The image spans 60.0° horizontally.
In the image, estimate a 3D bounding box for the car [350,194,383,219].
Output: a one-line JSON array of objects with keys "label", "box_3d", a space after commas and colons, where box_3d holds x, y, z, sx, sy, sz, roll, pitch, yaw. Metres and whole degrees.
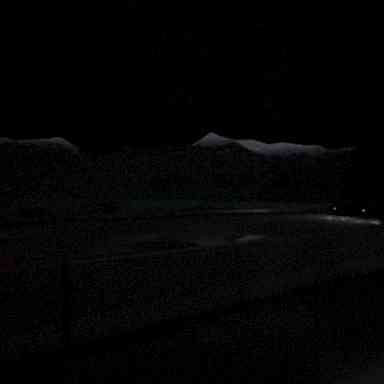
[{"label": "car", "box_3d": [17.056, 1.246, 29.262, 5.566, 2.045, 2.150, 0, 0, -24]}]

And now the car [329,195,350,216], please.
[{"label": "car", "box_3d": [16.095, 1.243, 32.652, 5.566, 2.045, 2.150, 1, 0, -23]}]
